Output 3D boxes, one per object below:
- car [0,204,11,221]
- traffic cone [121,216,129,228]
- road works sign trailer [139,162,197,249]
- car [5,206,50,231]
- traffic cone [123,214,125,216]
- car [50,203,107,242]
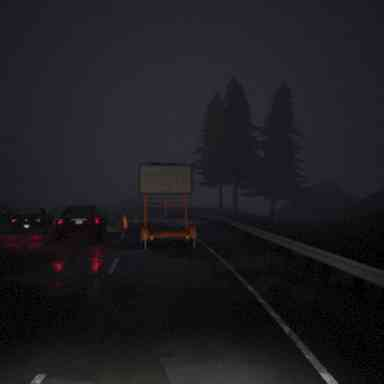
[{"bbox_3d":[-15.341,1.637,26.644,1.994,1.385,4.181,0,0,-17],"label":"car"},{"bbox_3d":[-4.225,2.012,21.306,0.340,0.580,0.340,0,0,-13],"label":"traffic cone"},{"bbox_3d":[-1.187,0.503,14.831,2.380,3.560,2.880,0,0,-13],"label":"road works sign trailer"},{"bbox_3d":[-9.997,1.658,21.095,1.895,1.301,4.718,0,0,-15],"label":"car"},{"bbox_3d":[-4.679,2.017,23.254,0.340,0.580,0.340,0,0,-13],"label":"traffic cone"},{"bbox_3d":[-5.517,1.397,17.014,2.097,1.767,4.553,0,0,-11],"label":"car"}]
